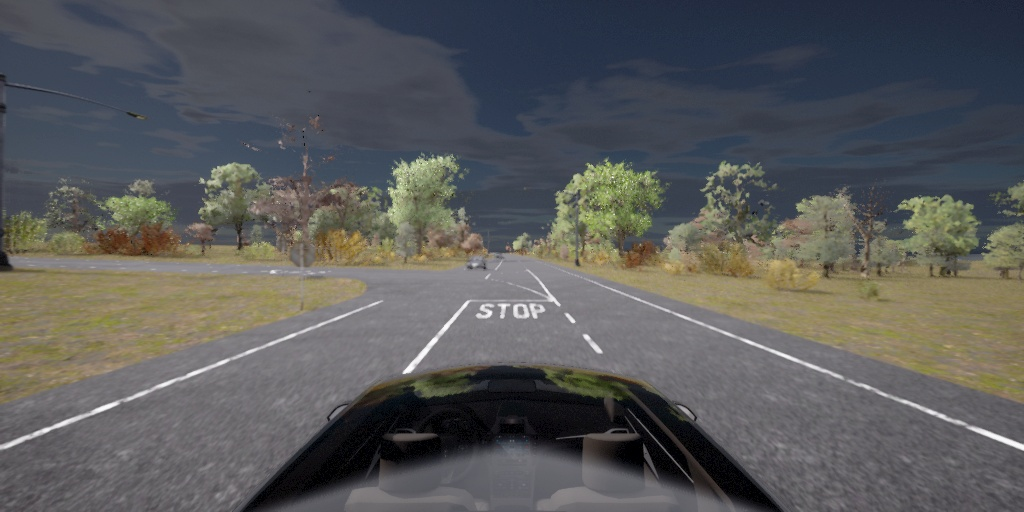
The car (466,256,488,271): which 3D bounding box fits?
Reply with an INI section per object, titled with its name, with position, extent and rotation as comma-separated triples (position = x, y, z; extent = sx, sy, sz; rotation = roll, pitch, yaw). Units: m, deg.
[car]
position = -3.525, 0.747, 36.559
extent = 2.128, 1.511, 4.902
rotation = 1, -1, 0
